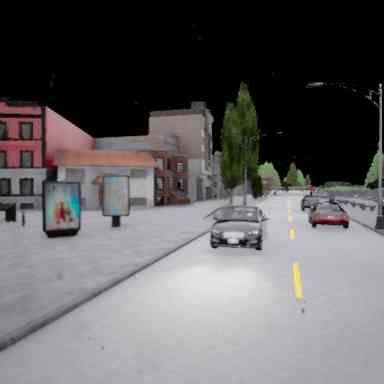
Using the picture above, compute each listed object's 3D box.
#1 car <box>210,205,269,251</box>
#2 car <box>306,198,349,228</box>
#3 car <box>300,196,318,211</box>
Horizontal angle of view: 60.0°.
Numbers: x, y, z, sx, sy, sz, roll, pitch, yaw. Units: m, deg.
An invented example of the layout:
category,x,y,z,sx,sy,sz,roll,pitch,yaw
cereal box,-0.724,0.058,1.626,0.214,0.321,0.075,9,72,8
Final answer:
category,x,y,z,sx,sy,sz,roll,pitch,yaw
car,2.039,1.318,13.421,2.128,1.511,4.902,0,1,16
car,8.107,1.302,19.902,1.994,1.385,4.181,0,1,17
car,12.052,1.109,33.660,2.033,1.411,5.357,0,1,16
